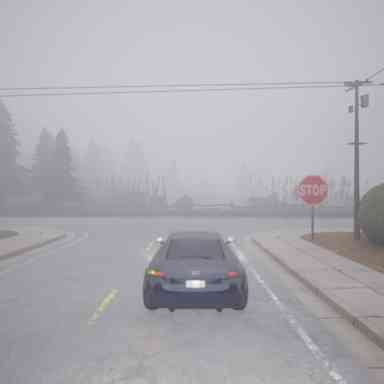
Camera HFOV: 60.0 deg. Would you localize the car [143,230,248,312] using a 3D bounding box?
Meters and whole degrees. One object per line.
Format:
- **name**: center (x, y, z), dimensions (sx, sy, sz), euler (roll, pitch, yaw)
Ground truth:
- **car**: center (0.071, 1.564, 7.779), dimensions (1.994, 1.385, 4.181), euler (0, 0, 0)
